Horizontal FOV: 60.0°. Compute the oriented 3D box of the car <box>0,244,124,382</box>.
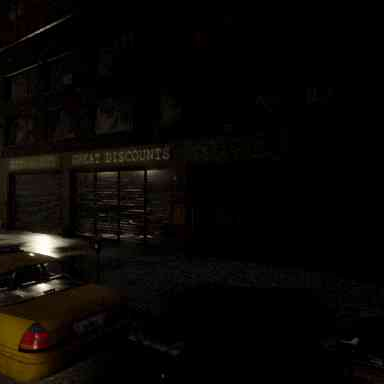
[{"bbox_3d":[-3.079,1.524,5.288,4.829,1.417,1.752,0,1,36],"label":"car"}]

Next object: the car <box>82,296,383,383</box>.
[{"bbox_3d":[1.604,1.551,1.941,4.403,1.369,2.008,0,1,36],"label":"car"}]
